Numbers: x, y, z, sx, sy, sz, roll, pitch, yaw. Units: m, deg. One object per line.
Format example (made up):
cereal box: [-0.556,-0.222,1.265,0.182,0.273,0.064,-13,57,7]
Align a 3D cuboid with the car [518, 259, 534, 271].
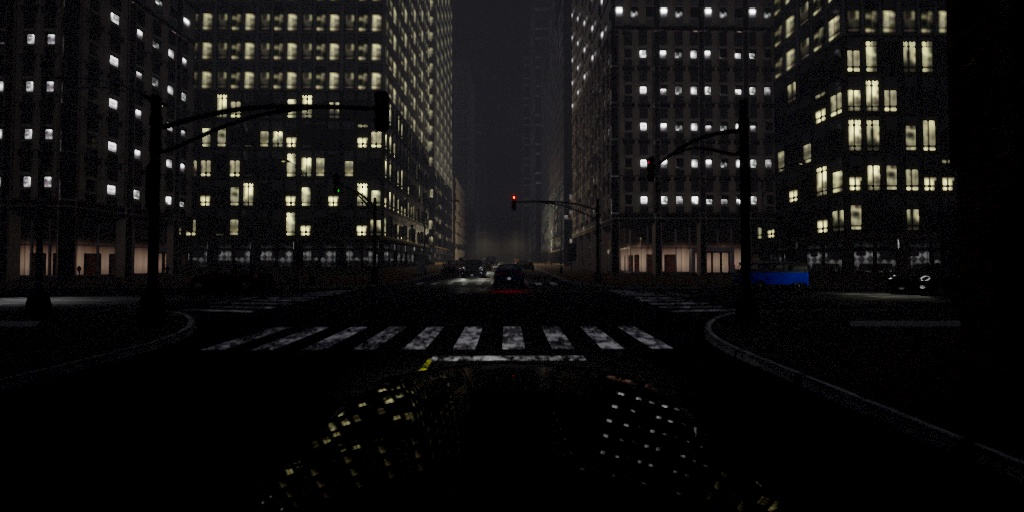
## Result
car: [2.066,1.340,48.388,1.802,1.307,4.207,0,0,-1]

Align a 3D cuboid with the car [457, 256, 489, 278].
car: [-3.523,1.108,33.499,2.097,1.767,4.553,0,0,-1]

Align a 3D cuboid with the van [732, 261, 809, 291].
van: [15.714,1.206,21.847,3.998,1.789,1.690,0,0,-1]

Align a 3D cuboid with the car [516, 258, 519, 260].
car: [1.914,1.285,59.713,1.751,1.417,4.829,0,0,-1]

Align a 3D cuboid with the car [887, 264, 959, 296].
car: [23.239,1.182,19.356,4.553,1.767,2.097,0,-1,-1]

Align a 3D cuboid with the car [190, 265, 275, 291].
car: [-16.757,1.251,21.484,4.097,1.591,1.967,0,0,-1]

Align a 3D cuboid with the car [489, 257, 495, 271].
car: [-3.714,1.248,48.016,2.128,1.511,4.902,0,0,-1]

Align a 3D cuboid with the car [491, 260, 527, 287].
car: [-0.205,1.231,24.442,1.882,1.535,5.008,0,0,-1]

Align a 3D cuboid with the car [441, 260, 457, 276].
car: [-6.163,1.195,37.065,1.967,1.591,4.097,0,0,-1]
